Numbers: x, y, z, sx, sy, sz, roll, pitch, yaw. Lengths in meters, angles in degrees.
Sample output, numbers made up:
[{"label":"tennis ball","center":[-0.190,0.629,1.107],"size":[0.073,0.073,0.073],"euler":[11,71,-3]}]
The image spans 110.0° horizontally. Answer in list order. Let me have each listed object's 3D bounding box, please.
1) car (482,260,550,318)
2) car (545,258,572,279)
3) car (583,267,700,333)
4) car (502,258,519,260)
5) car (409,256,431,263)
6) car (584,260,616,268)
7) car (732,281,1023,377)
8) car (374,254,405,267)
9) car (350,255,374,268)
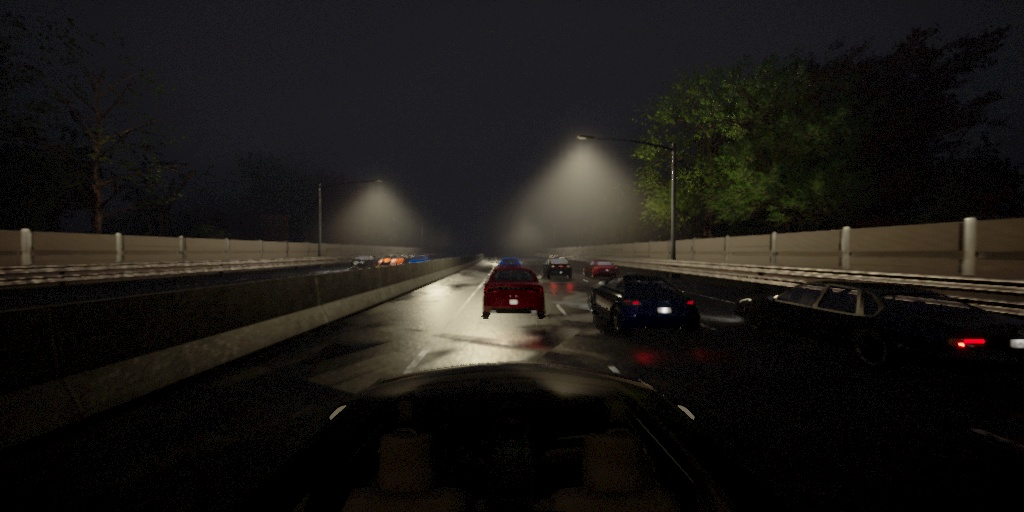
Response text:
[{"label":"car","center":[0.038,1.091,12.425],"size":[1.882,1.535,5.008],"euler":[0,1,0]},{"label":"car","center":[3.376,0.915,27.392],"size":[2.128,1.511,4.902],"euler":[0,1,-1]},{"label":"car","center":[3.545,1.203,10.346],"size":[1.994,1.385,4.181],"euler":[0,1,0]},{"label":"car","center":[-0.146,0.880,29.008],"size":[1.882,1.535,5.008],"euler":[0,1,-1]},{"label":"car","center":[-11.112,0.695,43.544],"size":[1.882,1.535,5.008],"euler":[0,1,-1]},{"label":"car","center":[6.867,0.979,28.024],"size":[1.994,1.385,4.181],"euler":[0,1,-1]},{"label":"car","center":[7.049,1.223,7.480],"size":[2.033,1.411,5.357],"euler":[0,1,0]},{"label":"car","center":[-14.613,0.567,43.614],"size":[2.097,1.767,4.553],"euler":[0,1,-1]},{"label":"car","center":[-18.099,0.684,43.843],"size":[2.128,1.511,4.902],"euler":[2,0,-1]}]
